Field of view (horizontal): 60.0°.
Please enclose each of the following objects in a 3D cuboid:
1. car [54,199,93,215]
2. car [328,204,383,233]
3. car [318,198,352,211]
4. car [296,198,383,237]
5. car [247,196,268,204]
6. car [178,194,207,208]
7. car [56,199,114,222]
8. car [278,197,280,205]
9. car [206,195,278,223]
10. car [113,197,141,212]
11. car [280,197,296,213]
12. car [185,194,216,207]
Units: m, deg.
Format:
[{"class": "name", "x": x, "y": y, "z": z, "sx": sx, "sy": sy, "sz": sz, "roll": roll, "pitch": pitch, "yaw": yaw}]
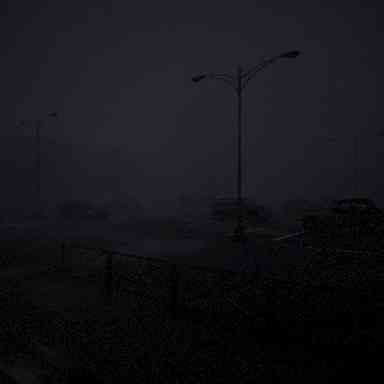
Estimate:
[{"class": "car", "x": -11.774, "y": 1.424, "z": 32.950, "sx": 3.806, "sy": 1.475, "sz": 1.970, "roll": 0, "pitch": 0, "yaw": 38}, {"class": "car", "x": 10.395, "y": 1.553, "z": 19.842, "sx": 3.806, "sy": 1.475, "sz": 1.970, "roll": 0, "pitch": 0, "yaw": 38}, {"class": "car", "x": 18.102, "y": 1.511, "z": 42.260, "sx": 3.633, "sy": 1.501, "sz": 1.845, "roll": 0, "pitch": 0, "yaw": 38}, {"class": "car", "x": 7.867, "y": 1.269, "z": 17.599, "sx": 3.866, "sy": 1.878, "sz": 1.905, "roll": 0, "pitch": 0, "yaw": 38}, {"class": "car", "x": 12.808, "y": 1.565, "z": 65.394, "sx": 3.633, "sy": 1.501, "sz": 1.845, "roll": 0, "pitch": 0, "yaw": 38}, {"class": "car", "x": -0.203, "y": 1.269, "z": 48.289, "sx": 3.866, "sy": 1.878, "sz": 1.905, "roll": 0, "pitch": 0, "yaw": 38}, {"class": "car", "x": -8.473, "y": 1.490, "z": 25.724, "sx": 4.514, "sy": 1.523, "sz": 2.007, "roll": 0, "pitch": 0, "yaw": 38}, {"class": "car", "x": 16.822, "y": 1.576, "z": 58.478, "sx": 3.806, "sy": 1.475, "sz": 1.970, "roll": 0, "pitch": 0, "yaw": 38}, {"class": "car", "x": 3.689, "y": 1.289, "z": 25.032, "sx": 4.605, "sy": 1.855, "sz": 1.932, "roll": 0, "pitch": 0, "yaw": 38}, {"class": "car", "x": -8.079, "y": 1.345, "z": 38.206, "sx": 5.027, "sy": 1.636, "sz": 2.152, "roll": 0, "pitch": 0, "yaw": 38}, {"class": "car", "x": 11.917, "y": 1.490, "z": 34.411, "sx": 4.514, "sy": 1.523, "sz": 2.007, "roll": 0, "pitch": 0, "yaw": 38}, {"class": "car", "x": 1.260, "y": 1.289, "z": 50.833, "sx": 4.605, "sy": 1.855, "sz": 1.932, "roll": 0, "pitch": 0, "yaw": 38}]
